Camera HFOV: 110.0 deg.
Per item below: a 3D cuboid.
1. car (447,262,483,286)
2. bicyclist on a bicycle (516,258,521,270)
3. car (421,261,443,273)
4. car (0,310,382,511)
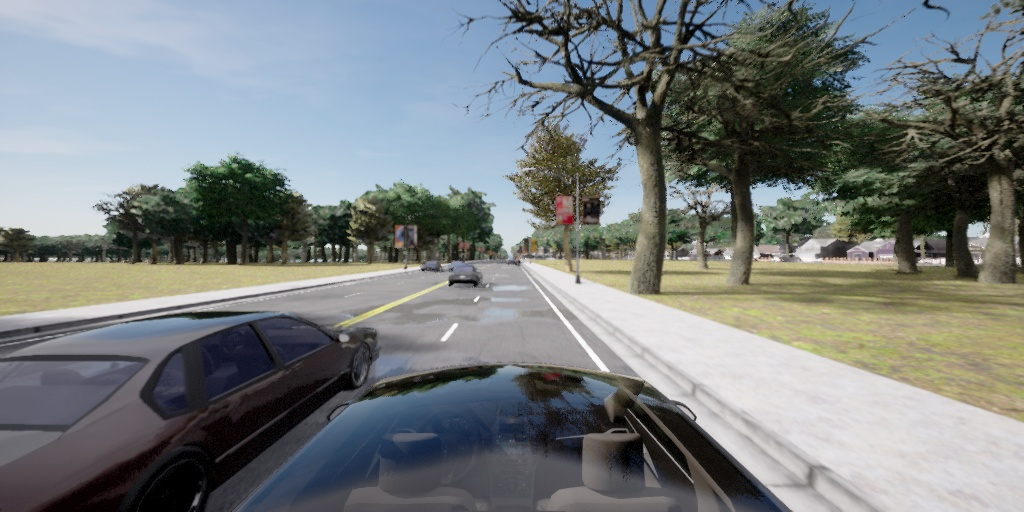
[{"bbox_3d":[-3.148,1.304,24.846,1.994,1.385,4.181,0,0,0],"label":"car"},{"bbox_3d":[0.899,1.103,47.129,0.659,1.776,1.843,0,0,0],"label":"bicyclist on a bicycle"},{"bbox_3d":[-9.821,1.298,44.087,1.994,1.385,4.181,0,0,0],"label":"car"},{"bbox_3d":[-3.149,1.297,3.715,2.033,1.411,5.357,0,0,0],"label":"car"}]
